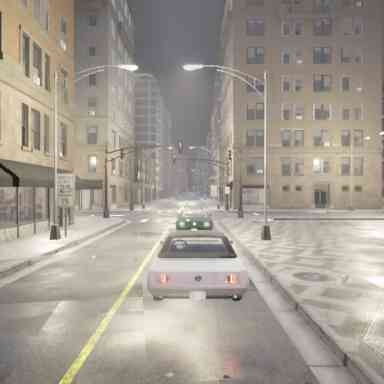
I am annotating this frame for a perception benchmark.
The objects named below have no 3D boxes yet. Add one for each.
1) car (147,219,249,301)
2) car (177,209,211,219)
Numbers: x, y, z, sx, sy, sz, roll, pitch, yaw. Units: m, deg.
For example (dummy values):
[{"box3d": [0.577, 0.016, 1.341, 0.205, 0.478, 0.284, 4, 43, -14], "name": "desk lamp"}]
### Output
[{"box3d": [0.111, 1.600, 8.279, 1.895, 1.301, 4.718, 0, 0, 0], "name": "car"}, {"box3d": [0.125, 1.599, 18.514, 1.895, 1.301, 4.718, 0, 0, 0], "name": "car"}]
